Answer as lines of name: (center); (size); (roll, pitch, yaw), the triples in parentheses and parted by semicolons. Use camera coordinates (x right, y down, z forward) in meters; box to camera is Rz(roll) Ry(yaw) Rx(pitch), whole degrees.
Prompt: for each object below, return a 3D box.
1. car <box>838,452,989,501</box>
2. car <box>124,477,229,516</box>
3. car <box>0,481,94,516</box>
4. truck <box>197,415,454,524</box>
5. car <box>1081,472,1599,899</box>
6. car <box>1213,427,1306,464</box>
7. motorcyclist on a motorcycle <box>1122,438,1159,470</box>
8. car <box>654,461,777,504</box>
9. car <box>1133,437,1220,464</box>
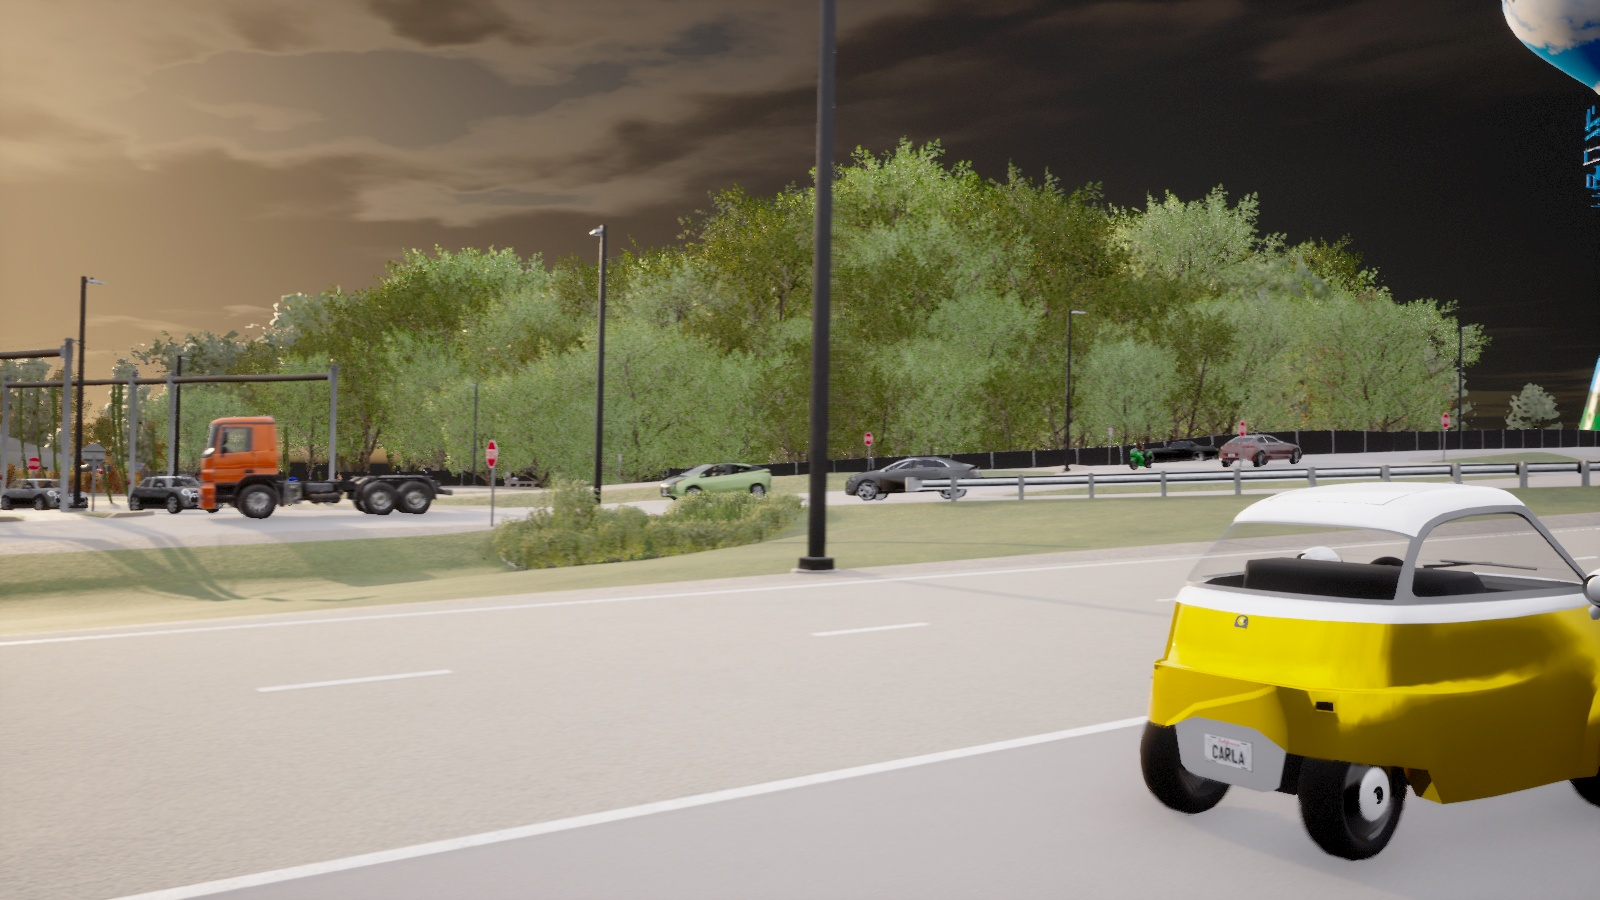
car: (4.034, 0.958, 44.364); (4.902, 1.511, 2.128); (-2, -2, 18)
car: (-24.744, 1.846, 49.803); (3.806, 1.475, 1.970); (-2, -2, 31)
car: (-32.665, 2.081, 54.339); (3.806, 1.475, 1.970); (-1, -2, 29)
truck: (-16.233, 0.592, 43.131); (7.936, 3.462, 2.891); (-1, 0, -28)
car: (2.544, 0.809, 5.429); (2.207, 1.376, 1.481); (0, 0, -35)
car: (23.804, -0.252, 65.006); (5.027, 1.651, 2.152); (-3, 2, -38)
motorcyclist on a motorcycle: (17.590, 0.218, 64.879); (2.044, 1.523, 0.797); (-4, 1, -43)
car: (-3.422, 1.265, 50.820); (4.514, 1.525, 2.007); (-2, 1, -28)
car: (22.467, 0.057, 75.000); (4.718, 1.301, 1.895); (-4, -3, 24)
